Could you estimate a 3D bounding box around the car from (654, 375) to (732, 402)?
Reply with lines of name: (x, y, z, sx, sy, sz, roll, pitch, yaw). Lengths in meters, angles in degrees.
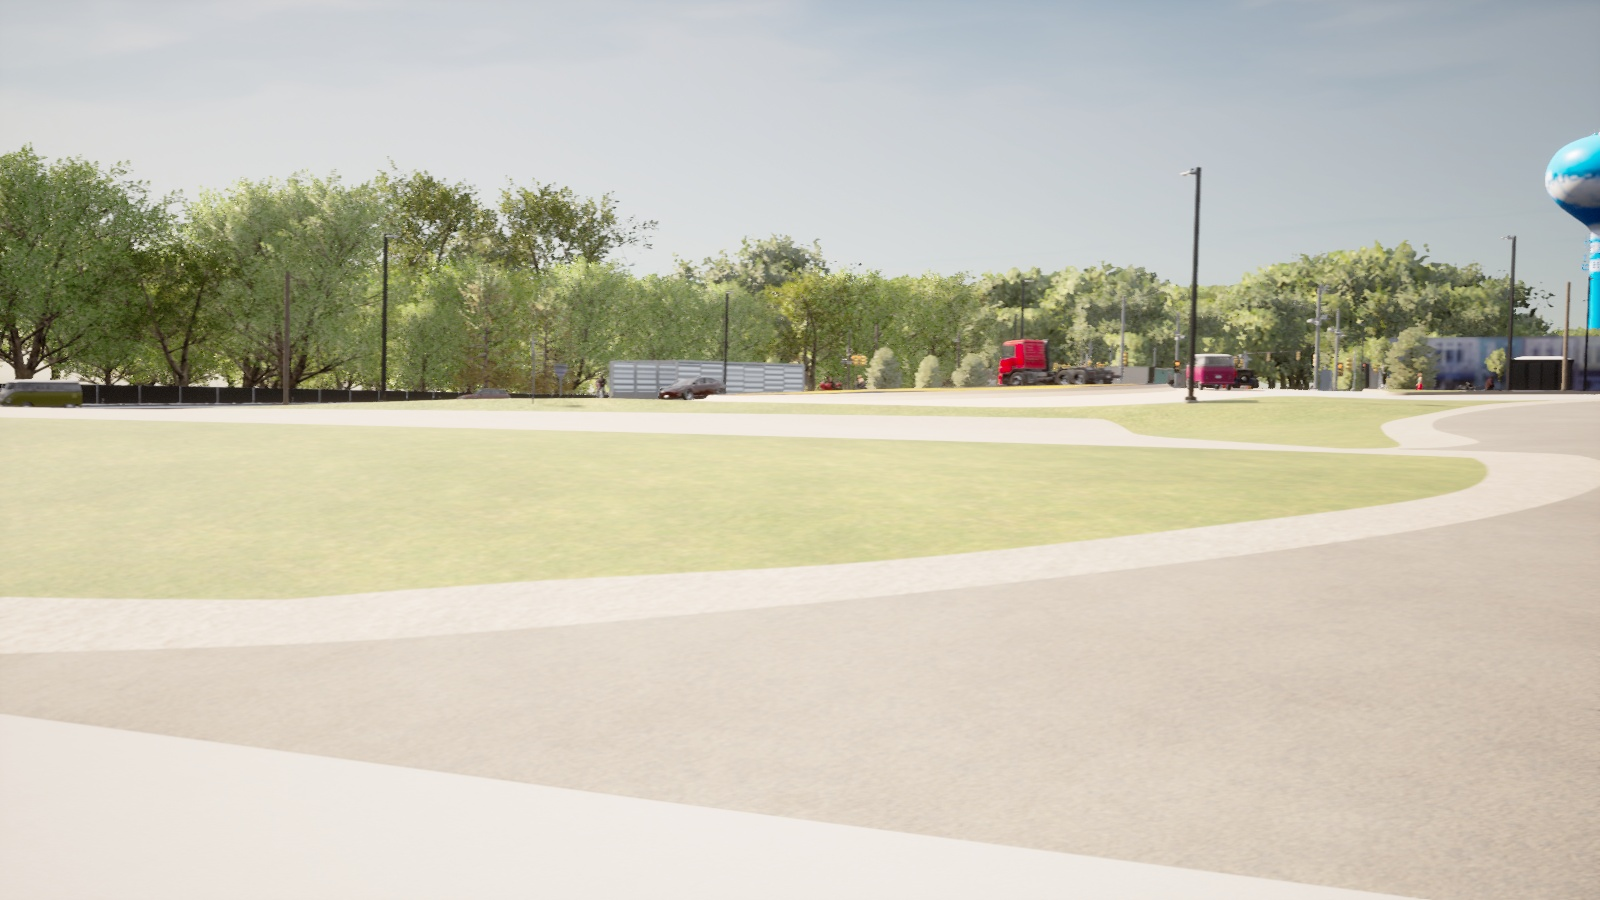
car: (-6.668, -3.852, 78.548, 2.163, 1.488, 4.792, -3, 1, 37)

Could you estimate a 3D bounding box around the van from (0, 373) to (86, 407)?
van: (-46.259, -3.626, 76.525, 1.775, 1.987, 4.442, 3, 4, 32)

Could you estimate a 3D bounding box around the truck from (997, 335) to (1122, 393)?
truck: (16.934, -5.555, 82.358, 2.891, 3.462, 7.936, -1, 2, -41)

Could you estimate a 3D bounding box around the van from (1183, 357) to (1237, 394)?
van: (22.617, -4.149, 69.461, 1.775, 1.987, 4.442, 1, 4, 4)
